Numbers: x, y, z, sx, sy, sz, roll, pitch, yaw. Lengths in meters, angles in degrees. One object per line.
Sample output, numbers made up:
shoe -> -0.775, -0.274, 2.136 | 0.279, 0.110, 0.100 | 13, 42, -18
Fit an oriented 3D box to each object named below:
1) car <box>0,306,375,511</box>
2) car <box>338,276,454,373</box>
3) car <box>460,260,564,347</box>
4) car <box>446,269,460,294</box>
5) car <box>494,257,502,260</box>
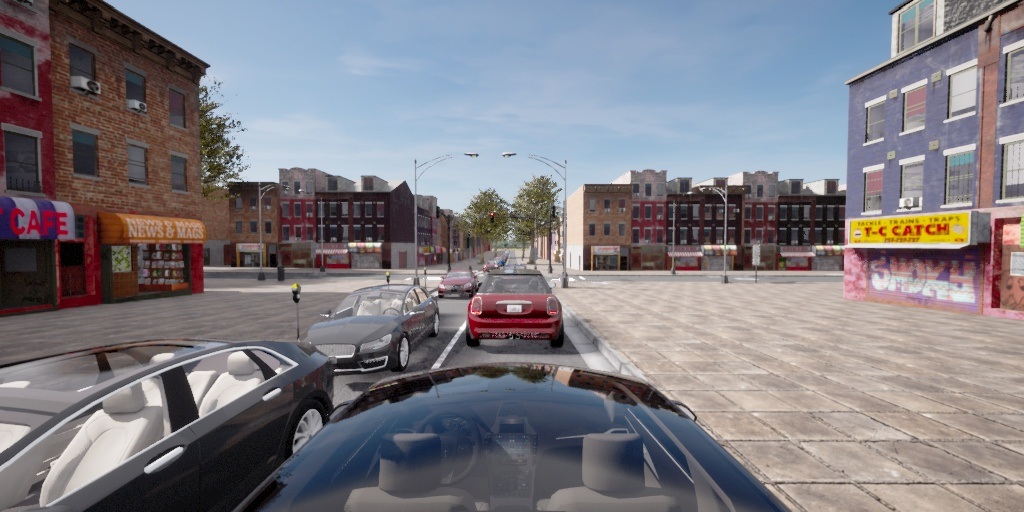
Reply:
car -> -2.640, 1.300, 1.988 | 2.007, 1.370, 4.403 | 0, 0, 0
car -> -2.632, 1.298, 7.436 | 2.007, 1.370, 4.403 | 0, 0, 0
car -> 0.109, 1.099, 9.481 | 2.097, 1.767, 4.553 | 0, 0, 2
car -> -2.617, 1.332, 18.330 | 1.802, 1.307, 4.207 | 0, 0, 0
car -> -2.578, 1.232, 45.106 | 1.967, 1.591, 4.097 | 0, 0, 0
